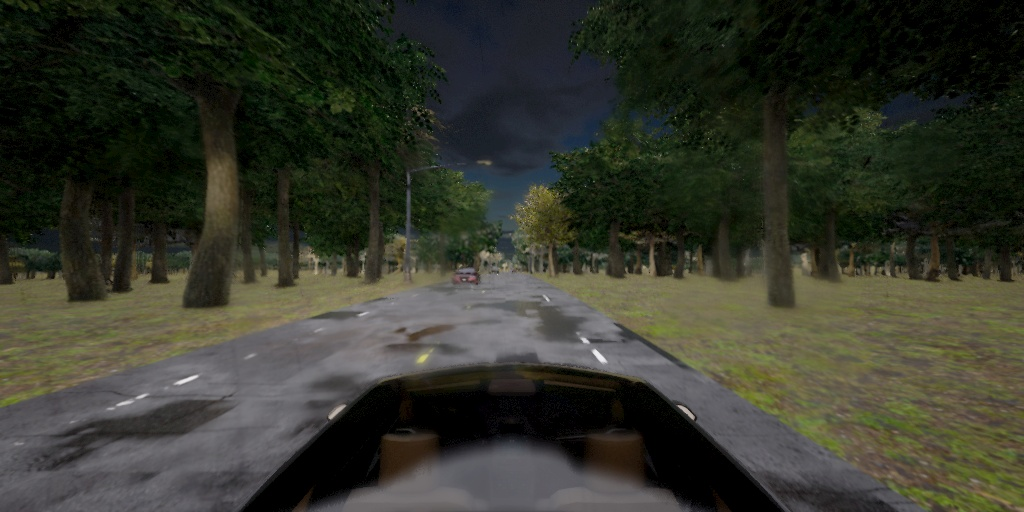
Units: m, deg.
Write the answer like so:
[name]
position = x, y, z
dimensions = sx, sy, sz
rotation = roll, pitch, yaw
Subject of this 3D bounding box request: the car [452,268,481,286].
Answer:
[car]
position = -3.605, 1.662, 29.144
dimensions = 1.994, 1.385, 4.181
rotation = 0, -1, 0
